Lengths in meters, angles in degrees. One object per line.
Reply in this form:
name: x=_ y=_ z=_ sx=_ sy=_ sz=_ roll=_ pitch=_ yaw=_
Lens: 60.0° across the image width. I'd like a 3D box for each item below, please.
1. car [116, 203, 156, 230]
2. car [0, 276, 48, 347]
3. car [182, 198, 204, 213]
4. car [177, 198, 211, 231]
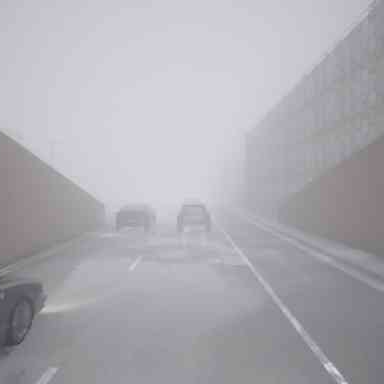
car: x=-3.394 y=1.427 z=20.783 sx=1.882 sy=1.535 sz=5.008 roll=0 pitch=0 yaw=0
car: x=-3.404 y=1.540 z=3.240 sx=2.033 sy=1.411 sz=5.357 roll=0 pitch=0 yaw=0
car: x=0.105 y=1.415 z=36.192 sx=2.163 sy=1.488 sz=4.792 roll=0 pitch=0 yaw=0
car: x=0.107 y=1.380 z=20.189 sx=2.033 sy=1.649 sz=4.856 roll=0 pitch=0 yaw=0
